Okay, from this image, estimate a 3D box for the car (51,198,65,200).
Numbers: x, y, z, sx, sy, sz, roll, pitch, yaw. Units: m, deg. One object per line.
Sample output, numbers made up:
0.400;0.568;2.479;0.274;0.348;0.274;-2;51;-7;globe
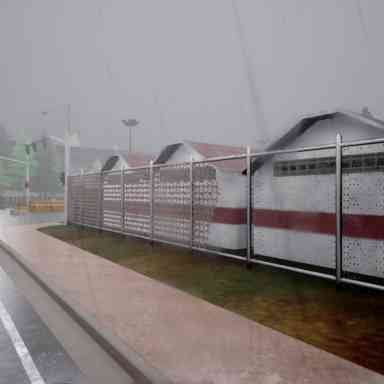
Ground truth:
-17.132;1.505;42.327;4.892;1.490;1.837;0;0;-38;car
